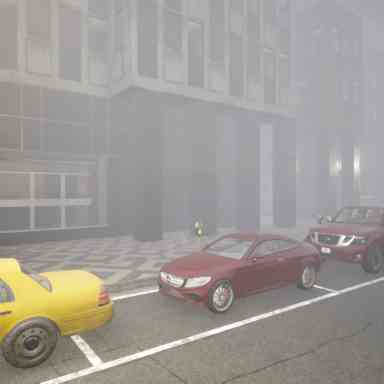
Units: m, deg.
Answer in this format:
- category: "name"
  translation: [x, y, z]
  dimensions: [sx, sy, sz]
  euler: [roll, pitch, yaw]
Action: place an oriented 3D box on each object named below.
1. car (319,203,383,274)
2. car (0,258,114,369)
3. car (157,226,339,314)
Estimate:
- category: "car"
  translation: [5.798, 1.314, 10.779]
  dimensions: [5.009, 1.841, 2.192]
  euler: [0, 0, -35]
- category: "car"
  translation: [-3.466, 1.525, 4.180]
  dimensions: [4.829, 1.417, 1.752]
  euler: [0, 0, -35]
- category: "car"
  translation: [1.235, 1.582, 7.528]
  dimensions: [4.206, 1.307, 1.802]
  euler: [0, 0, -35]
